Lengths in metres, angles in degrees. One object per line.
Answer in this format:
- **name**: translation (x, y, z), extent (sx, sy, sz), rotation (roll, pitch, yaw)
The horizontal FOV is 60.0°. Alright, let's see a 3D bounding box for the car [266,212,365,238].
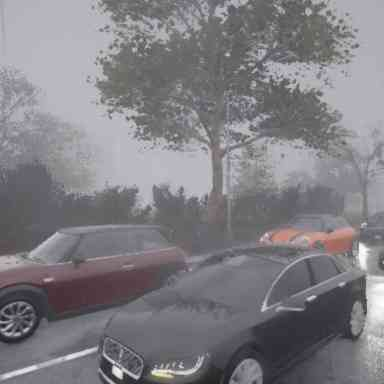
- **car**: translation (4.526, 1.669, 12.693), extent (4.553, 1.767, 2.097), rotation (2, -2, -43)

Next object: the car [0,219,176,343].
- **car**: translation (-2.266, 1.508, 6.878), extent (4.553, 1.767, 2.097), rotation (1, -2, -39)

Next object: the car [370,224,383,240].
- **car**: translation (7.734, 1.847, 10.888), extent (4.181, 1.385, 1.994), rotation (2, -2, -43)

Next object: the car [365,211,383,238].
- **car**: translation (11.565, 1.923, 19.593), extent (2.097, 1.767, 4.553), rotation (-1, -2, 43)

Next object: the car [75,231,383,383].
- **car**: translation (1.020, 1.621, 5.042), extent (4.892, 1.490, 1.837), rotation (1, -2, -43)
